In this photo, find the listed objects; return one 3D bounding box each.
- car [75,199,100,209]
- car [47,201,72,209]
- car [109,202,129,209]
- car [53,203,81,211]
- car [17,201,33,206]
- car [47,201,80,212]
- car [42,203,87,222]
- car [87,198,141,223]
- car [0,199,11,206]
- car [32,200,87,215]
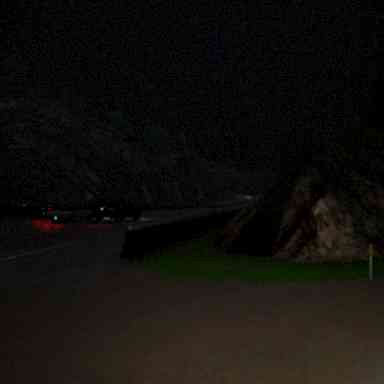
[{"bbox_3d":[-21.112,2.441,67.367,2.150,2.045,5.566,1,-2,16],"label":"car"},{"bbox_3d":[-25.581,2.540,64.516,1.837,1.490,4.892,1,-2,16],"label":"car"},{"bbox_3d":[-14.330,2.663,65.628,1.994,1.385,4.181,1,-2,16],"label":"car"},{"bbox_3d":[-20.860,2.456,55.692,1.895,1.301,4.718,1,-2,17],"label":"car"},{"bbox_3d":[-25.399,2.145,52.703,1.882,1.535,5.008,1,-2,17],"label":"car"},{"bbox_3d":[-19.053,2.170,49.492,1.882,1.535,5.008,1,-2,17],"label":"car"},{"bbox_3d":[-10.292,1.853,28.790,1.895,1.301,4.718,1,-2,16],"label":"car"},{"bbox_3d":[-6.490,1.553,29.331,2.150,2.045,5.566,1,-2,16],"label":"car"},{"bbox_3d":[-29.778,1.848,50.147,2.097,1.767,4.553,1,-2,17],"label":"car"},{"bbox_3d":[-12.808,1.795,32.684,2.128,1.511,4.902,1,-1,16],"label":"car"}]
